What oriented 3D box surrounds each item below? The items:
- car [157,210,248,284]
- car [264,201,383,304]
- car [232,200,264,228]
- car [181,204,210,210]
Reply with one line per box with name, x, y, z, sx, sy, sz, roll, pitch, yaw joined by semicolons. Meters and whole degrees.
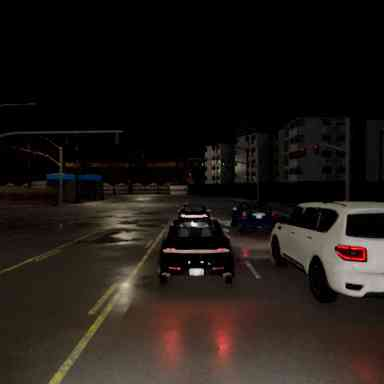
car;0.102;1.510;9.627;2.128;1.511;4.902;0;0;0
car;3.593;1.229;8.337;2.150;2.045;5.566;0;0;0
car;3.608;1.335;20.007;2.097;1.767;4.553;0;0;0
car;0.109;1.484;20.180;2.128;1.511;4.902;0;0;0
